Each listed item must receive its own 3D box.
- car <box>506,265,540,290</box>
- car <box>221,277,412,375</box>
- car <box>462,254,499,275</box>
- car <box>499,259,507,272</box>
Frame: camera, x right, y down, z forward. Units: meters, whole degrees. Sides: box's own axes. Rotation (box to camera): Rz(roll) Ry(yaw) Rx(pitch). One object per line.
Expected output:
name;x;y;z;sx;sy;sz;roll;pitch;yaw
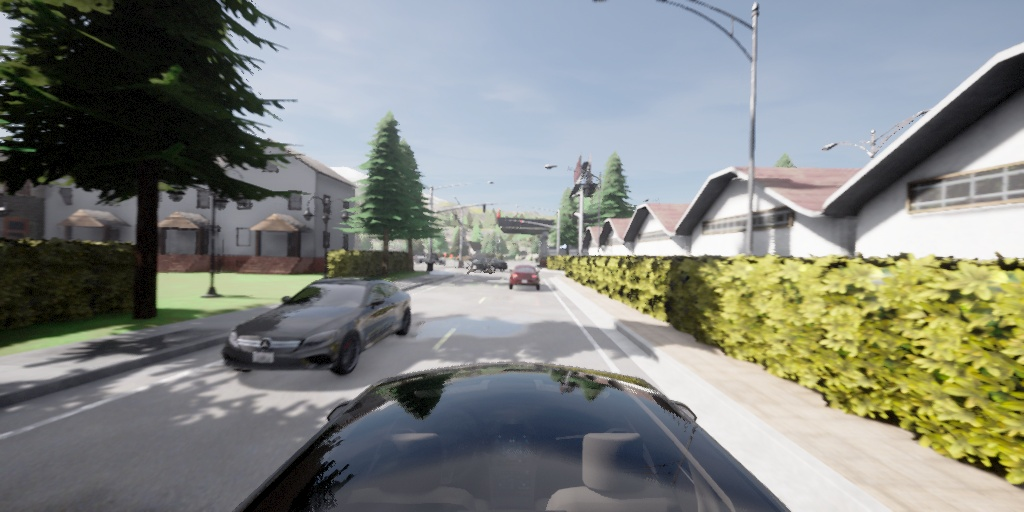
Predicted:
car;0.789;1.267;22.435;1.812;1.442;4.674;1;0;2
car;-3.456;1.185;7.426;1.812;1.442;4.674;1;0;2
car;-2.524;0.621;29.979;2.097;1.767;4.553;1;0;2
car;-2.671;1.003;41.541;4.892;1.490;1.837;2;0;40
